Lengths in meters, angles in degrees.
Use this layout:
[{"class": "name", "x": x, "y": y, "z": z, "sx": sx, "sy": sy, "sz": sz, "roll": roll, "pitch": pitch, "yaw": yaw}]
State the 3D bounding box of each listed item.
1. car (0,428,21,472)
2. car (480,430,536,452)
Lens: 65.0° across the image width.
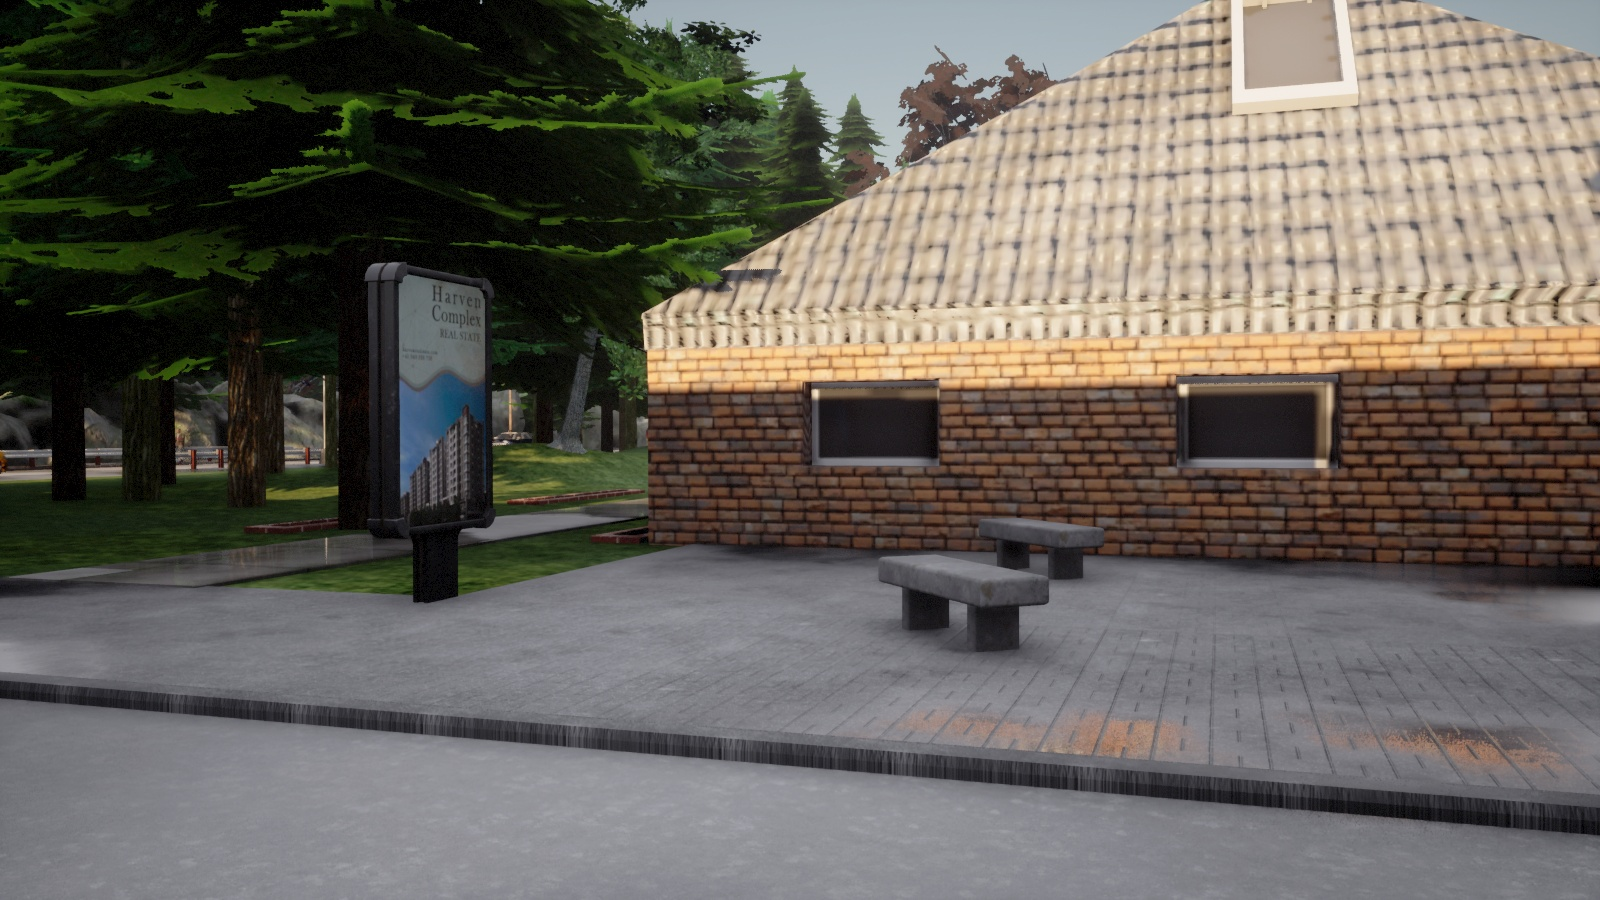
[{"class": "car", "x": -29.347, "y": 0.013, "z": 42.531, "sx": 1.882, "sy": 1.535, "sz": 5.008, "roll": 1, "pitch": 1, "yaw": 18}, {"class": "car", "x": -19.638, "y": -0.634, "z": 84.475, "sx": 1.970, "sy": 1.475, "sz": 3.806, "roll": 1, "pitch": 1, "yaw": 18}]
